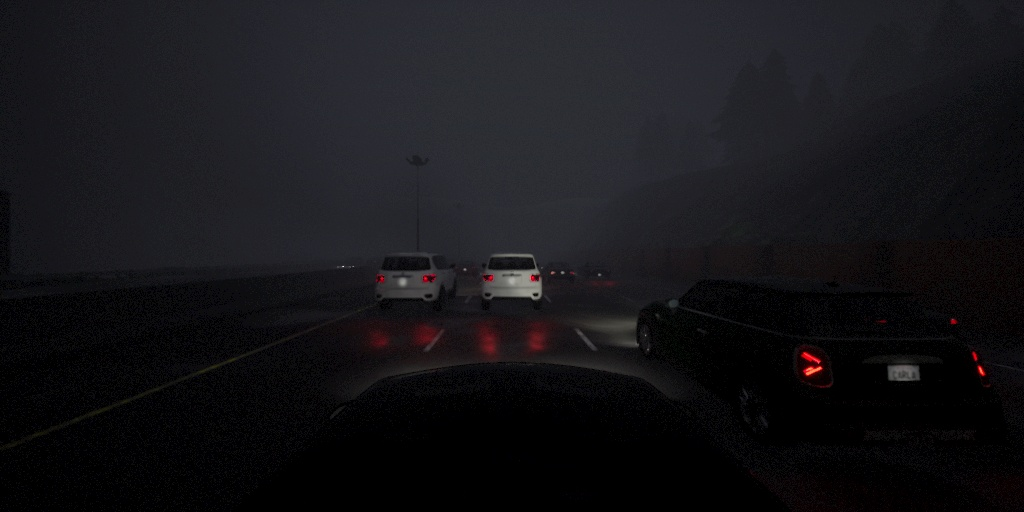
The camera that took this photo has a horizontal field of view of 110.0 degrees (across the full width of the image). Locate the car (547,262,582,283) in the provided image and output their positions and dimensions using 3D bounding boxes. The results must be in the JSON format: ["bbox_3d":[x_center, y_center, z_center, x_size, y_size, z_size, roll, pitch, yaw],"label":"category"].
[{"bbox_3d":[3.205,1.111,25.578,2.033,1.411,5.357,0,0,-1],"label":"car"}]

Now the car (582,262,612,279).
[{"bbox_3d":[6.616,1.133,29.491,1.895,1.301,4.718,0,0,-1],"label":"car"}]

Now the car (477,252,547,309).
[{"bbox_3d":[-0.055,0.871,14.524,2.150,2.045,5.566,0,0,-1],"label":"car"}]

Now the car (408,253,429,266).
[{"bbox_3d":[-15.166,0.520,58.680,2.150,2.045,5.566,0,0,-1],"label":"car"}]

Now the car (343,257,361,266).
[{"bbox_3d":[-25.664,0.838,58.416,1.837,1.490,4.892,0,0,-1],"label":"car"}]

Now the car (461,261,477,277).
[{"bbox_3d":[-3.939,1.081,31.664,1.994,1.385,4.181,0,0,-1],"label":"car"}]

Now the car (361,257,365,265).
[{"bbox_3d":[-22.162,0.794,58.251,1.882,1.535,5.008,0,0,-1],"label":"car"}]

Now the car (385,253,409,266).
[{"bbox_3d":[-18.665,0.517,58.531,2.150,2.045,5.566,0,0,-1],"label":"car"}]

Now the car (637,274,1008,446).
[{"bbox_3d":[3.570,1.072,5.407,2.097,1.767,4.553,0,0,0],"label":"car"}]

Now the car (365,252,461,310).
[{"bbox_3d":[-3.550,0.875,14.179,2.150,2.045,5.566,0,0,-1],"label":"car"}]
